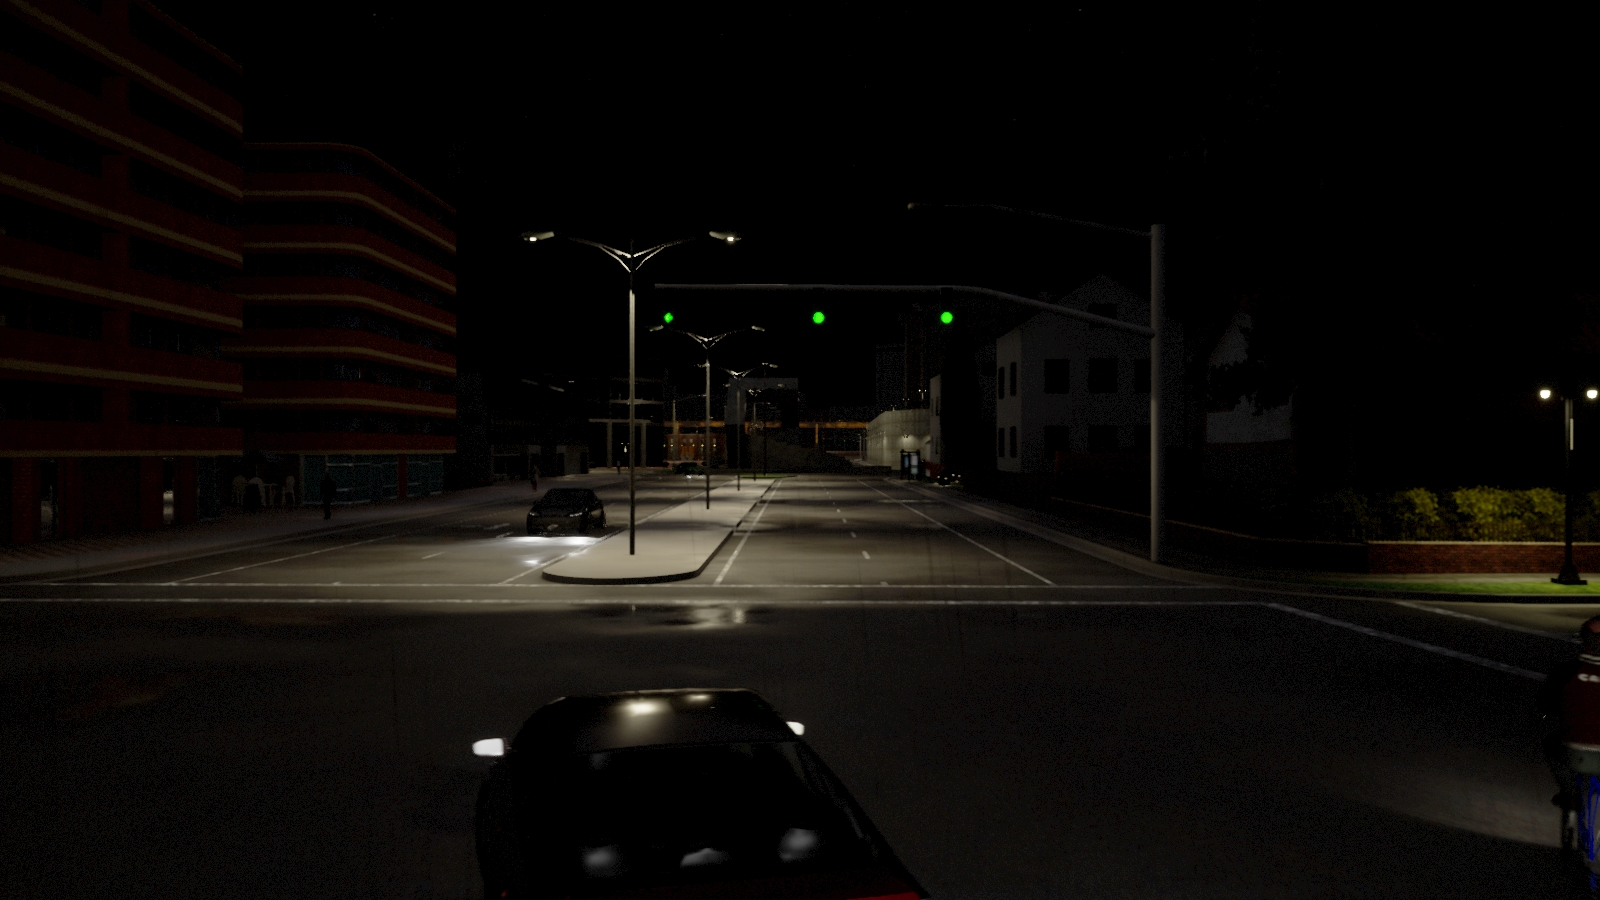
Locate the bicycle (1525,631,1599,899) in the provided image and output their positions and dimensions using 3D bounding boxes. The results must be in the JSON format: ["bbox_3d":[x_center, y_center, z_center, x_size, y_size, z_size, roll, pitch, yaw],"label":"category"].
[{"bbox_3d":[4.968,2.048,7.295,0.329,1.496,1.835,2,1,26],"label":"bicycle"}]

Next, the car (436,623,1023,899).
[{"bbox_3d":[-0.722,2.040,6.034,2.007,1.525,4.514,0,0,-14],"label":"car"}]

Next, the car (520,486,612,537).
[{"bbox_3d":[-7.958,2.064,39.343,2.163,1.488,4.792,0,0,0],"label":"car"}]

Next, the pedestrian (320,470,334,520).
[{"bbox_3d":[-17.786,1.699,42.980,0.375,1.860,0.375,0,0,-4],"label":"pedestrian"}]
